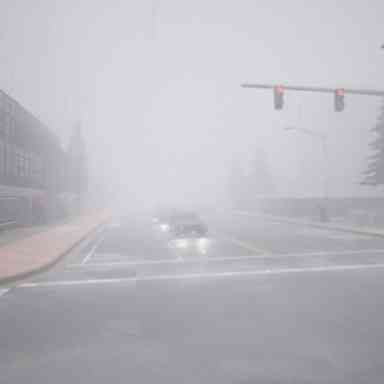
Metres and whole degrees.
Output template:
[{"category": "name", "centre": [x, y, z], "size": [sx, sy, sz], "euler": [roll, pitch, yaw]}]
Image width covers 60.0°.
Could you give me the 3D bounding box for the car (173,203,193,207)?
[{"category": "car", "centre": [-1.638, 2.472, 49.488], "size": [2.128, 1.511, 4.902], "euler": [-1, -1, -10]}]

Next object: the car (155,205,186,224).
[{"category": "car", "centre": [-2.128, 2.206, 31.412], "size": [1.994, 1.385, 4.181], "euler": [-1, -1, -10]}]

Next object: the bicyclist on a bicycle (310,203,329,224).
[{"category": "bicyclist on a bicycle", "centre": [9.976, 1.661, 26.057], "size": [1.656, 1.620, 0.582], "euler": [-1, -1, -10]}]

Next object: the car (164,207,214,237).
[{"category": "car", "centre": [-0.382, 1.975, 21.598], "size": [2.033, 1.411, 5.357], "euler": [-1, -1, -10]}]

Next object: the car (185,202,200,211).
[{"category": "car", "centre": [0.049, 2.638, 60.179], "size": [1.882, 1.535, 5.008], "euler": [-1, -1, -10]}]

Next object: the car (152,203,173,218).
[{"category": "car", "centre": [-3.886, 2.363, 41.358], "size": [1.837, 1.490, 4.892], "euler": [-1, -1, -10]}]

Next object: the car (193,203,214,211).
[{"category": "car", "centre": [1.886, 2.484, 49.883], "size": [2.033, 1.411, 5.357], "euler": [-1, -1, -10]}]

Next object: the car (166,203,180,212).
[{"category": "car", "centre": [-3.460, 2.703, 59.399], "size": [1.837, 1.490, 4.892], "euler": [-1, -1, -10]}]
